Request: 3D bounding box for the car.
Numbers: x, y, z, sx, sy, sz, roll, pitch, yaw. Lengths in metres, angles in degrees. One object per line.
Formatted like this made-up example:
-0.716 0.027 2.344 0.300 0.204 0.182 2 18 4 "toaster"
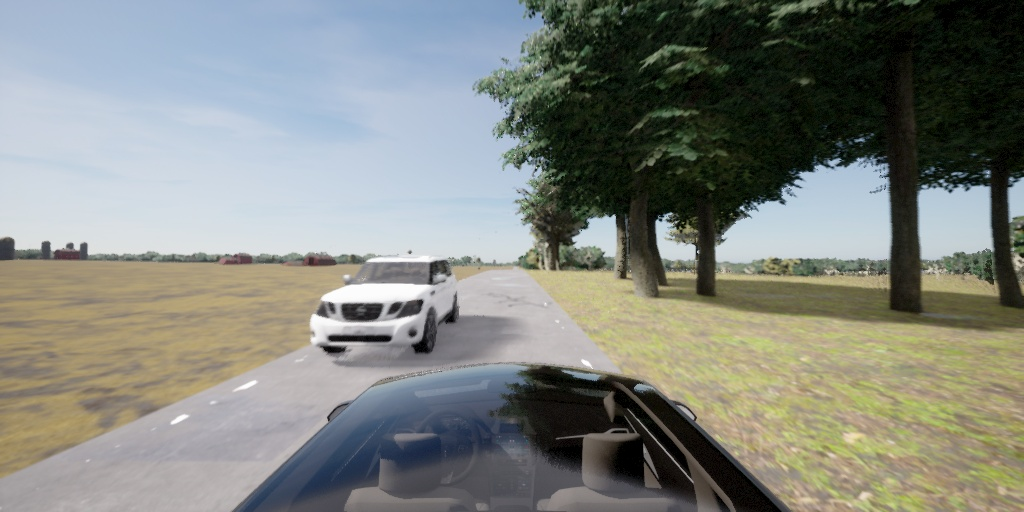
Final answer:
-2.738 0.998 9.191 2.150 2.045 5.566 0 0 0 "car"
